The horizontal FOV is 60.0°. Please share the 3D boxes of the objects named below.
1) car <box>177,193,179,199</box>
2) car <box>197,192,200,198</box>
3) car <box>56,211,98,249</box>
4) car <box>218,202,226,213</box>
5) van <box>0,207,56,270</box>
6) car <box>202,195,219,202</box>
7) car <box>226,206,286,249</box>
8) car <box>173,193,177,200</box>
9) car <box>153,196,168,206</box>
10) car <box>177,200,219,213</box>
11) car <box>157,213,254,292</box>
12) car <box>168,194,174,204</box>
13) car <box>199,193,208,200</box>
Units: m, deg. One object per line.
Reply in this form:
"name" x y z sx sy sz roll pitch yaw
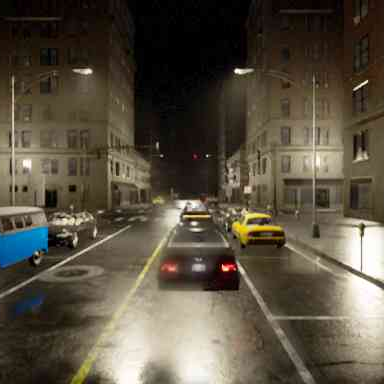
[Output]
"car" -5.000 1.314 86.274 1.967 1.590 4.097 0 0 0
"car" 2.999 1.198 80.560 2.192 1.841 5.009 0 0 0
"car" -5.328 1.531 14.224 2.008 1.369 4.403 0 0 0
"car" 2.725 1.524 19.595 2.008 1.369 4.403 0 0 0
"van" -5.354 1.329 8.817 1.690 1.788 3.998 0 0 0
"car" 2.845 1.487 46.470 2.008 1.369 4.403 0 0 0
"car" 2.707 1.505 14.359 1.752 1.417 4.829 0 0 0
"car" -5.052 1.443 74.912 2.008 1.369 4.403 0 0 0
"car" -5.155 1.454 52.017 1.752 1.417 4.829 0 0 0
"car" 0.197 1.465 19.494 2.128 1.511 4.902 0 0 -2
"car" 0.138 1.535 9.048 2.033 1.411 5.357 0 0 0
"car" -5.103 1.477 63.549 1.947 1.339 4.313 0 0 0
"car" 2.948 1.342 69.197 1.967 1.590 4.097 0 0 0
